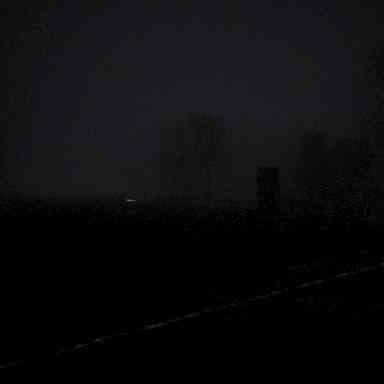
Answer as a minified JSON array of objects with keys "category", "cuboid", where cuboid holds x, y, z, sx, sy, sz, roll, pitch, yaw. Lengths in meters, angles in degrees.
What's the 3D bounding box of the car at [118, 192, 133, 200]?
[{"category":"car","cuboid":[-12.048,0.675,60.954,1.994,1.385,4.181,-1,2,-36]}]
